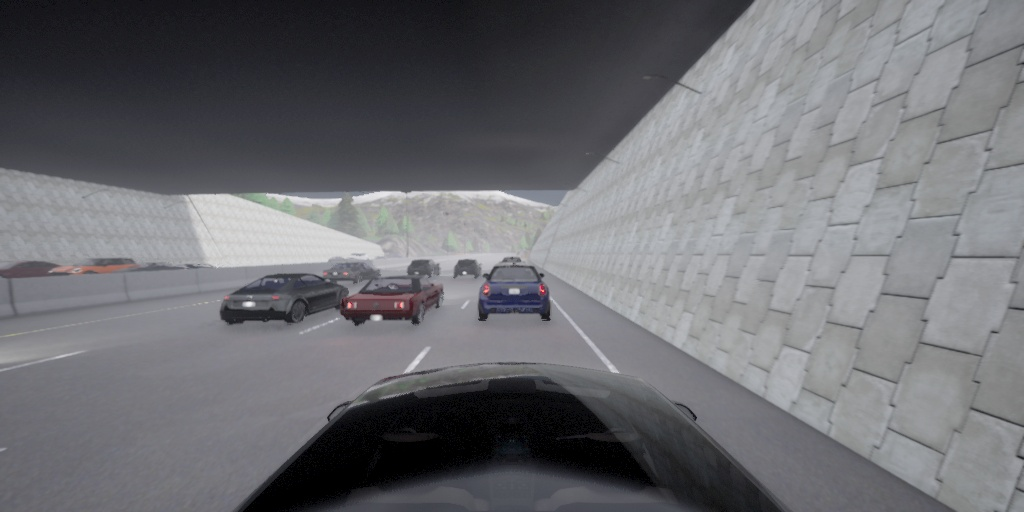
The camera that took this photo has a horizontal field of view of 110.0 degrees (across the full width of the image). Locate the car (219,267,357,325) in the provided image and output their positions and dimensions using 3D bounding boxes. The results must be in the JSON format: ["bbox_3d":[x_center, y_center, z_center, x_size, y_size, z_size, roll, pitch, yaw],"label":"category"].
[{"bbox_3d":[-6.937,1.221,11.455,1.994,1.385,4.181,0,1,0],"label":"car"}]

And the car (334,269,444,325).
[{"bbox_3d":[-3.435,1.254,11.307,1.895,1.301,4.718,0,1,0],"label":"car"}]

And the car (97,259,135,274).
[{"bbox_3d":[-24.676,1.110,24.430,1.994,1.385,4.181,0,1,0],"label":"car"}]

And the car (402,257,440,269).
[{"bbox_3d":[-6.993,0.977,28.755,1.837,1.490,4.892,0,1,0],"label":"car"}]

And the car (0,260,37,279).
[{"bbox_3d":[-31.672,1.050,23.020,1.882,1.535,5.008,0,1,0],"label":"car"}]

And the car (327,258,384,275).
[{"bbox_3d":[-10.482,1.079,23.743,2.033,1.411,5.357,0,1,0],"label":"car"}]

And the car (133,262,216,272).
[{"bbox_3d":[-21.175,1.153,23.419,1.895,1.301,4.718,0,1,0],"label":"car"}]

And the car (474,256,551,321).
[{"bbox_3d":[0.060,0.990,12.149,2.097,1.767,4.553,0,0,0],"label":"car"}]

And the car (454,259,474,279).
[{"bbox_3d":[-3.493,0.972,28.777,1.837,1.490,4.892,0,1,0],"label":"car"}]

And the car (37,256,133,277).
[{"bbox_3d":[-28.176,0.904,24.448,2.097,1.767,4.553,0,1,0],"label":"car"}]
